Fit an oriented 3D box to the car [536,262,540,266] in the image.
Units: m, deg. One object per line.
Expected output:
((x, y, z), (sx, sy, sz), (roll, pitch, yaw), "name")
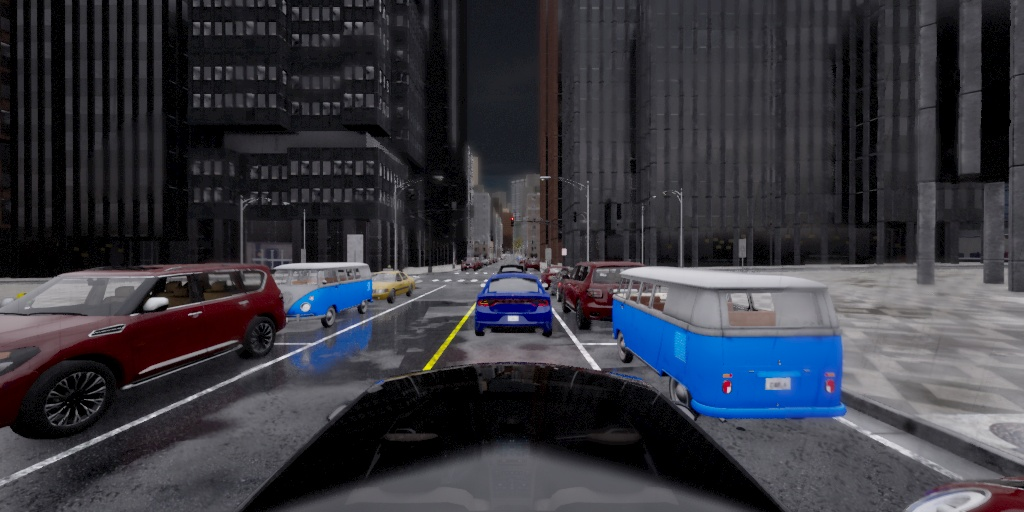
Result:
((2.763, 1.297, 22.147), (1.888, 1.381, 4.507), (0, 0, 0), "car")

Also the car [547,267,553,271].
((2.764, 1.301, 16.622), (2.007, 1.370, 4.403), (0, 0, 0), "car")

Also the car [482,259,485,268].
((-5.764, 1.090, 54.840), (2.192, 1.841, 5.009), (0, 0, 0), "car")

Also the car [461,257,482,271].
((-5.764, 1.084, 49.197), (2.192, 1.841, 5.009), (0, 0, 0), "car")

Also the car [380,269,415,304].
((-5.764, 1.276, 16.463), (1.751, 1.417, 4.829), (0, 0, 0), "car")

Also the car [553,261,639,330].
((2.765, 1.065, 11.097), (2.192, 1.841, 5.009), (0, 0, 0), "car")

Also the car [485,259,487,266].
((-5.764, 1.348, 60.483), (1.948, 1.339, 4.313), (0, 0, 0), "car")

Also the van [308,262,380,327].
((-5.765, 1.091, 11.109), (1.690, 1.789, 3.998), (0, 0, 0), "van")

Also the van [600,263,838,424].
((2.767, 1.091, 5.571), (1.690, 1.789, 3.998), (0, 0, 0), "van")

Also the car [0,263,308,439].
((-5.765, 1.064, 5.584), (2.192, 1.841, 5.009), (0, 0, 0), "car")

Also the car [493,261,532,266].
((0.000, 1.257, 20.756), (1.837, 1.490, 4.892), (0, 0, 0), "car")

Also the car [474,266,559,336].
((0.058, 1.228, 10.385), (1.882, 1.535, 5.008), (0, 0, 1), "car")

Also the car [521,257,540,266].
((2.762, 1.084, 49.188), (2.192, 1.841, 5.009), (0, 0, 0), "car")
